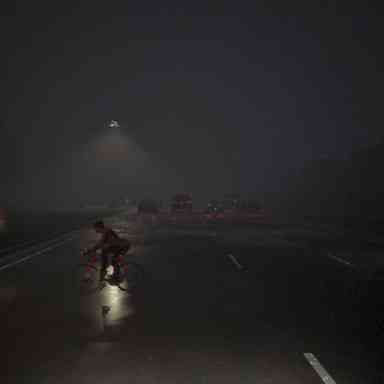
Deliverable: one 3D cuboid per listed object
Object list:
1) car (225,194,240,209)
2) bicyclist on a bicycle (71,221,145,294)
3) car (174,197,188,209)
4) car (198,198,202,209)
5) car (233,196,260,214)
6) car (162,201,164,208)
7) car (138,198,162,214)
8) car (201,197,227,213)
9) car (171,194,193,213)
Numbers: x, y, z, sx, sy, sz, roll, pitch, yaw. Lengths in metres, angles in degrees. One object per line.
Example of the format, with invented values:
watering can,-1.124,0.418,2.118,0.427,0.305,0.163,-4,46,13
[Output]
car,5.507,1.221,45.765,2.150,2.045,5.566,0,0,-1
bicyclist on a bicycle,-1.880,1.455,7.370,1.656,1.620,0.582,-2,0,-2
car,-1.522,1.477,46.990,1.882,1.535,5.008,0,0,-1
car,1.991,1.491,46.530,2.128,1.511,4.902,0,0,-1
car,5.897,1.477,35.294,1.882,1.535,5.008,0,0,-2
car,-4.992,1.547,45.691,2.033,1.411,5.357,0,0,-1
car,-4.622,1.477,35.777,1.882,1.535,5.008,0,0,-1
car,2.359,1.526,36.731,1.812,1.442,4.674,0,0,-2
car,-1.128,1.221,36.668,2.150,2.045,5.566,0,0,-1
